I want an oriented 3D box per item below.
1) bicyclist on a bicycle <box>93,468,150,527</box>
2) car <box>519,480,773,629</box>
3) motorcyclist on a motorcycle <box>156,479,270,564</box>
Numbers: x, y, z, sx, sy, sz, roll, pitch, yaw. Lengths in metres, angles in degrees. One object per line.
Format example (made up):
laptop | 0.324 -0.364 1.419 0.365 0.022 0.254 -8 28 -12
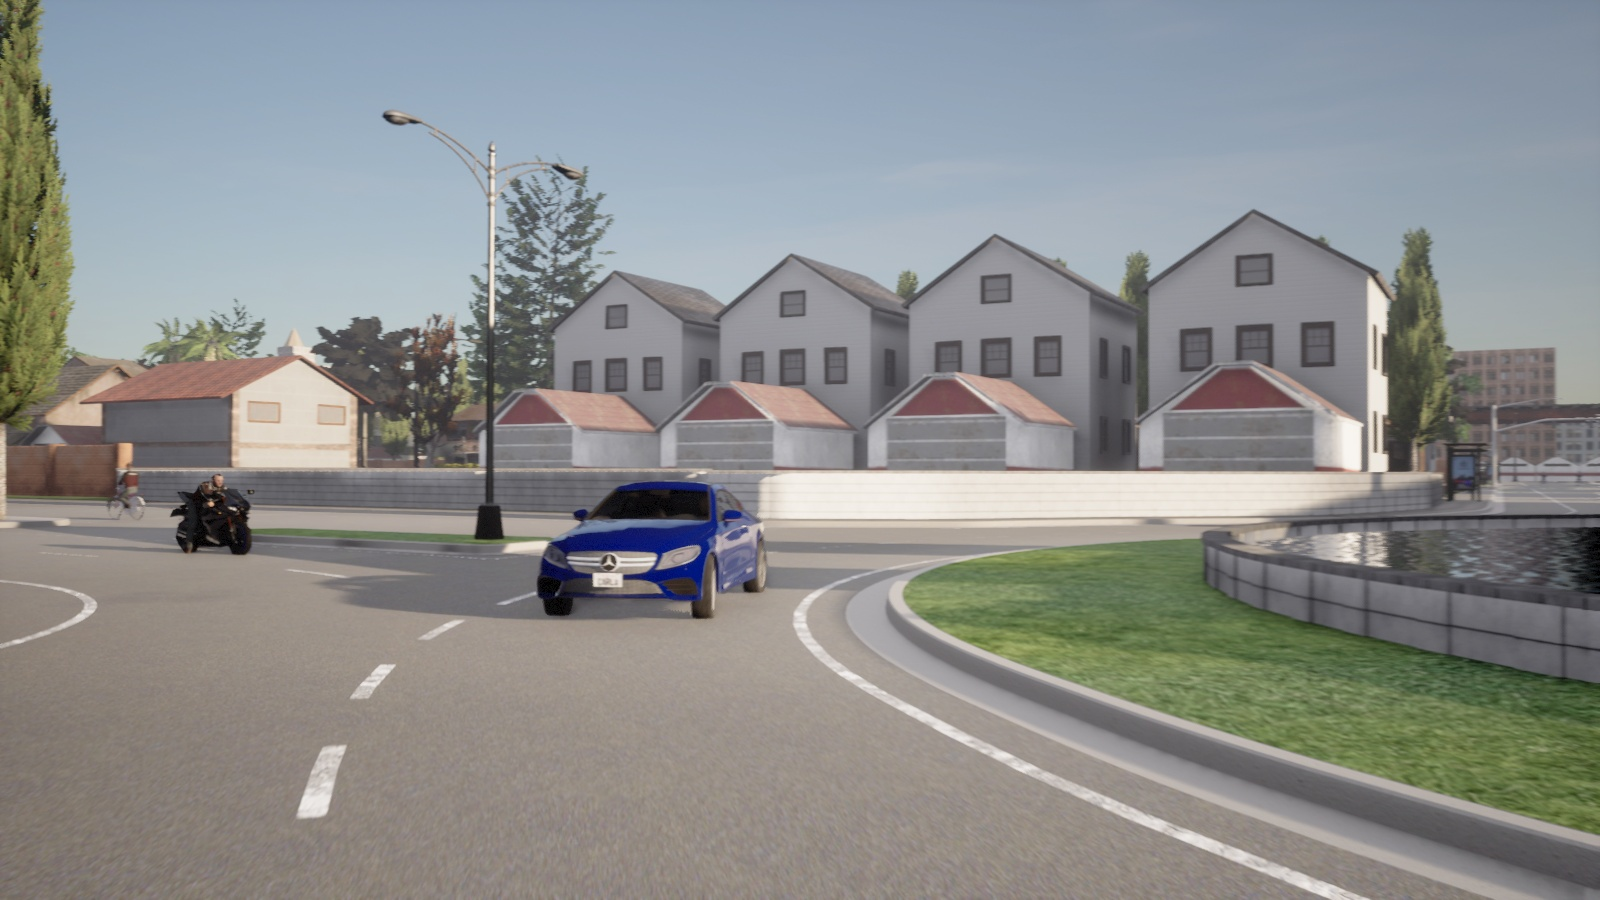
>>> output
bicyclist on a bicycle | -20.885 1.449 38.640 1.843 1.776 0.659 -1 -1 30
car | -1.609 1.099 14.884 1.812 1.442 4.674 -1 -1 8
motorcyclist on a motorcycle | -11.009 1.305 23.533 2.191 1.530 0.866 -1 -1 31
